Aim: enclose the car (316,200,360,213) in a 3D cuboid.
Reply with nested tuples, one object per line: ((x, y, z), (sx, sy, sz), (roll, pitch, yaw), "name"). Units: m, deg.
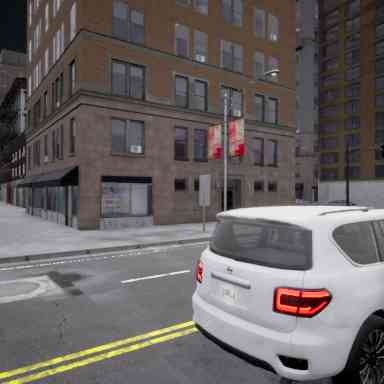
((16.945, 1.596, 38.714), (1.947, 1.339, 4.313), (0, 0, -35), "car")

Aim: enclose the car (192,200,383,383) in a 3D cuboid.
((2.618, 1.222, 5.294), (5.566, 2.045, 2.150), (0, 0, -35), "car")
